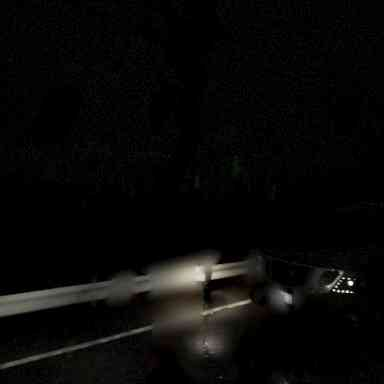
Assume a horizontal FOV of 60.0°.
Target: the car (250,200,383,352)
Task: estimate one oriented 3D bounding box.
[{"bbox_3d":[3.679,1.210,6.469,5.566,2.045,2.150,0,0,-33],"label":"car"}]
